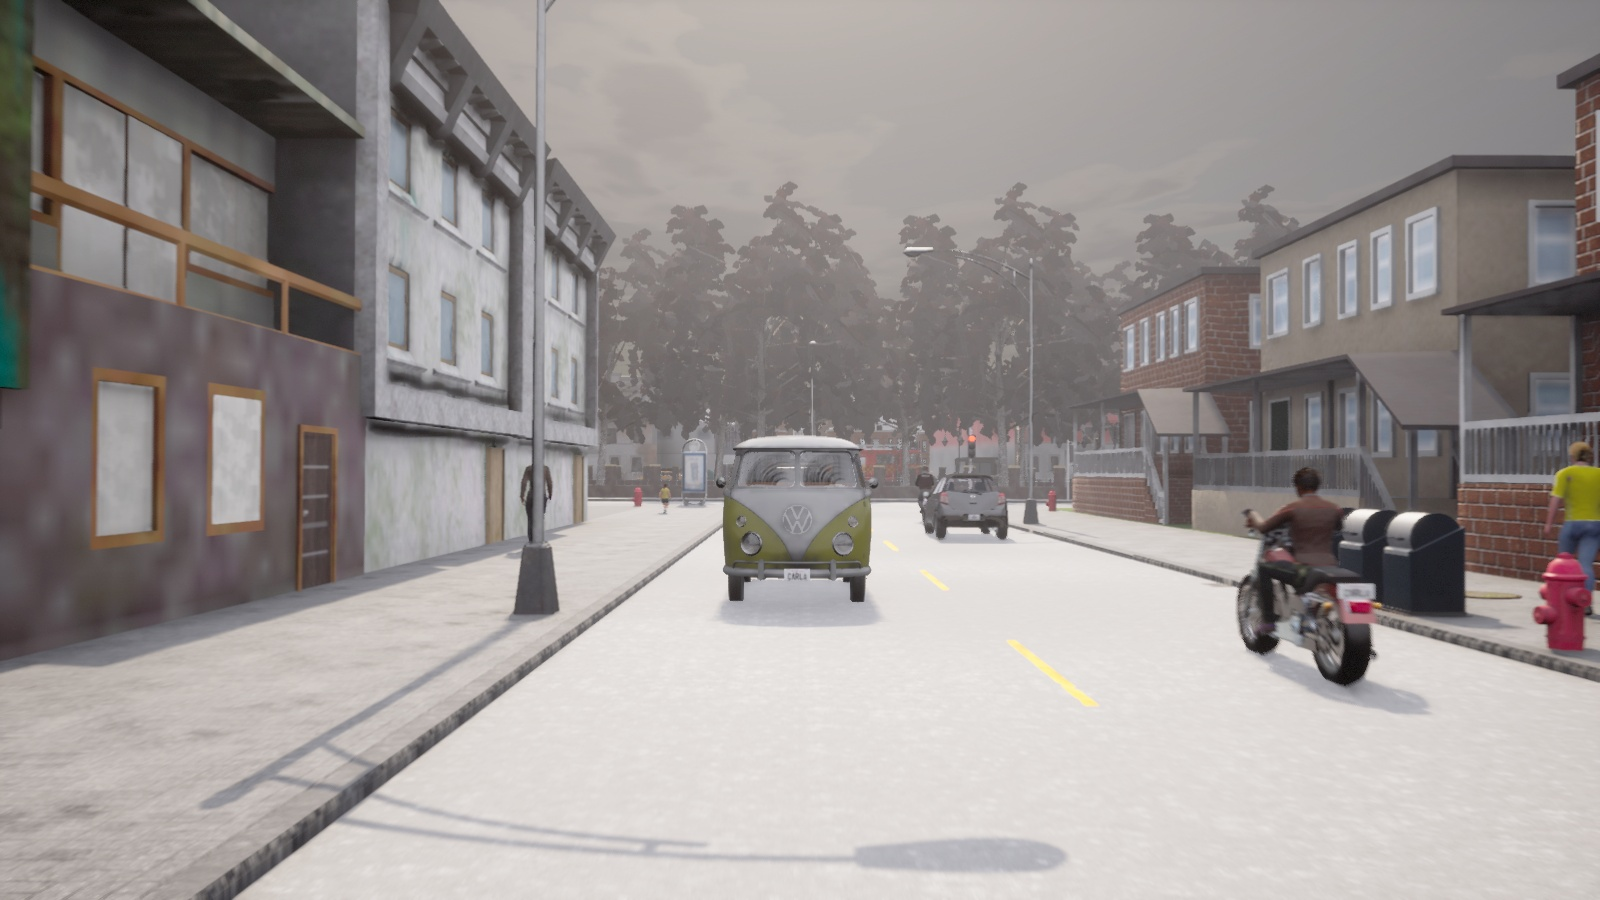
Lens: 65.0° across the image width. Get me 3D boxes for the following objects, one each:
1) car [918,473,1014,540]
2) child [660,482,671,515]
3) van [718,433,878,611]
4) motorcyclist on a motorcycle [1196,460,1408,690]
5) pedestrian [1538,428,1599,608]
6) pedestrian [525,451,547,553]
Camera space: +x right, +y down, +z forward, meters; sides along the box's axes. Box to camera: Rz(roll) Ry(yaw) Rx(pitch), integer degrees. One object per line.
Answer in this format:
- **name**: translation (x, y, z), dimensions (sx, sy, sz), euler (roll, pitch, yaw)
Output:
- **car**: translation (3.944, 1.322, 30.400), dimensions (1.845, 1.501, 3.633), euler (0, -1, 0)
- **child**: translation (-4.530, 1.632, 42.363), dimensions (0.255, 1.110, 0.394), euler (0, -1, 15)
- **van**: translation (-0.031, 0.840, 16.247), dimensions (1.775, 1.987, 4.442), euler (0, -1, 0)
- **motorcyclist on a motorcycle**: translation (3.981, 0.920, 10.203), dimensions (0.766, 1.649, 2.350), euler (0, -1, 0)
- **pedestrian**: translation (8.094, 0.703, 13.222), dimensions (0.354, 1.836, 0.706), euler (0, -1, 15)
- **pedestrian**: translation (-4.743, 0.921, 22.557), dimensions (0.328, 1.805, 0.869), euler (0, -1, -16)
